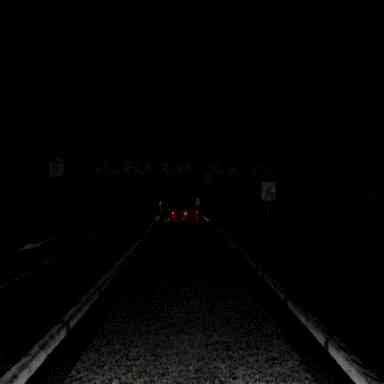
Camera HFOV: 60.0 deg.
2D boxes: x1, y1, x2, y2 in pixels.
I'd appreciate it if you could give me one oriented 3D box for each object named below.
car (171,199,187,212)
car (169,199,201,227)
[{"bbox_3d":[-1.731,1.630,42.152,1.882,1.535,5.008,0,-1,-4],"label":"car"},{"bbox_3d":[-0.529,1.425,23.683,2.097,1.767,4.553,0,0,-3],"label":"car"}]
